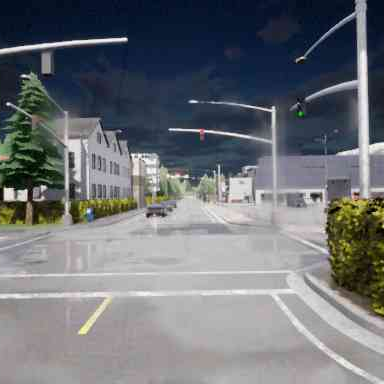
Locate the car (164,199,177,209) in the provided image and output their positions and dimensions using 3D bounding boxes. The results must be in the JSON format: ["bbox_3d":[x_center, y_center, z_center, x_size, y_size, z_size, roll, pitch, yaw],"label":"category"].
[{"bbox_3d":[-3.515,1.999,56.176,1.837,1.490,4.892,-1,0,1],"label":"car"}]

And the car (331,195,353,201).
[{"bbox_3d":[25.507,1.395,56.516,2.152,1.636,5.027,-1,-1,0],"label":"car"}]

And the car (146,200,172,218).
[{"bbox_3d":[-3.588,1.842,34.567,2.033,1.411,5.357,-1,-1,0],"label":"car"}]

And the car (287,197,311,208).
[{"bbox_3d":[15.444,1.626,49.122,2.007,1.523,4.514,-1,-1,0],"label":"car"}]

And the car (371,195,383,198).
[{"bbox_3d":[19.129,1.182,31.253,1.905,1.878,3.866,-1,-1,0],"label":"car"}]

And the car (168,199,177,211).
[{"bbox_3d":[-3.572,1.882,44.863,2.128,1.511,4.902,-1,-1,0],"label":"car"}]

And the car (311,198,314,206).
[{"bbox_3d":[19.092,1.570,56.179,1.970,1.475,3.806,-1,-1,0],"label":"car"}]
